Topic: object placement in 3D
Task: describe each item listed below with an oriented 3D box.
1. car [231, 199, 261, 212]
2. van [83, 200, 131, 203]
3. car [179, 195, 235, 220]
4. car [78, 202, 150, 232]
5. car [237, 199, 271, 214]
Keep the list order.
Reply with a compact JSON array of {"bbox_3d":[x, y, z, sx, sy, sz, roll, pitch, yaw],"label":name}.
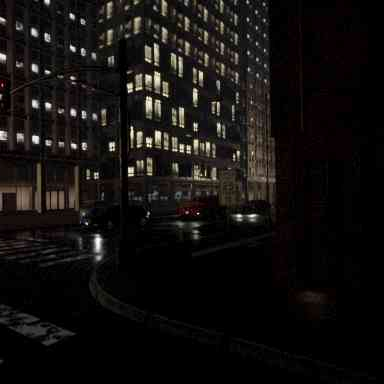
[{"bbox_3d":[6.798,1.689,41.405,1.752,1.417,4.829,-2,-1,36],"label":"car"},{"bbox_3d":[-6.030,1.460,23.491,1.690,1.788,3.998,-2,-1,36],"label":"van"},{"bbox_3d":[1.205,1.307,29.149,2.150,2.045,5.566,-1,-1,36],"label":"car"},{"bbox_3d":[-4.683,1.571,20.958,1.837,1.490,4.892,-1,-1,33],"label":"car"},{"bbox_3d":[7.209,1.584,37.512,1.882,1.535,5.008,-1,-1,36],"label":"car"}]
